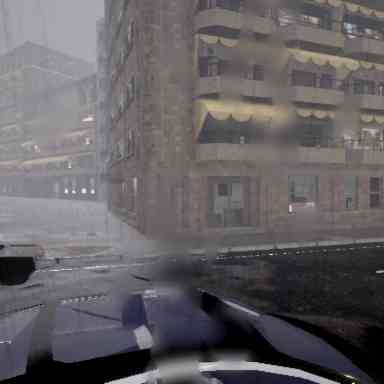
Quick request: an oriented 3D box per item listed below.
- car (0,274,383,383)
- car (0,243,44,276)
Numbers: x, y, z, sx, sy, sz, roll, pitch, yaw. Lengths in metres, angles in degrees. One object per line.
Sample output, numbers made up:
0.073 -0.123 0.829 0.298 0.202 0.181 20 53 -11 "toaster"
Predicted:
-0.053 1.491 2.212 4.902 1.511 2.128 0 0 -19 "car"
-5.889 1.602 7.256 4.718 1.301 1.895 0 0 -19 "car"
